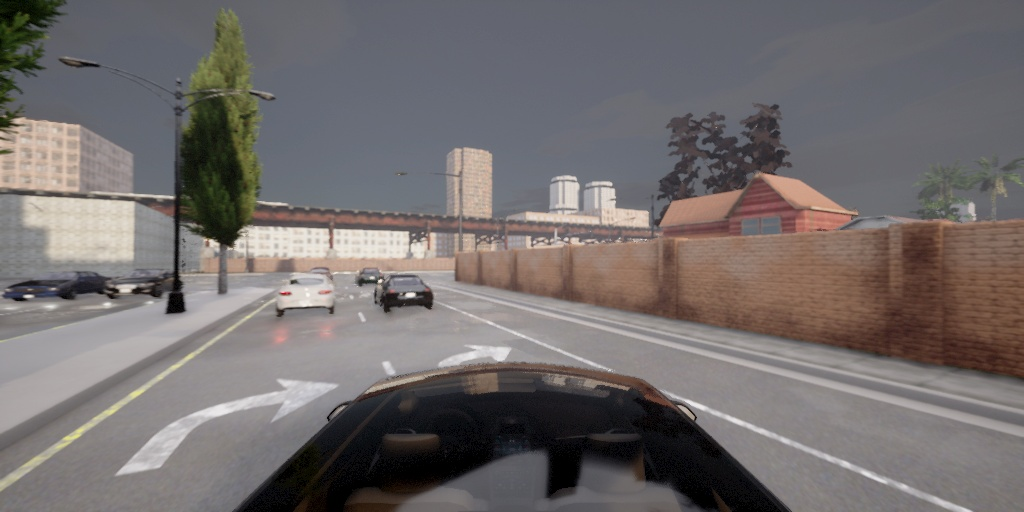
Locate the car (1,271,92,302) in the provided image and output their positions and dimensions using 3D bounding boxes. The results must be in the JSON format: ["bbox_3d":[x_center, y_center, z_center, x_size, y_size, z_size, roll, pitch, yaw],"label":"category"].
[{"bbox_3d":[-23.164,1.474,18.697,2.033,1.411,5.357,0,-1,-27],"label":"car"}]

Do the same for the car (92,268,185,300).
[{"bbox_3d":[-19.608,1.431,19.396,2.128,1.511,4.902,0,-1,-26],"label":"car"}]

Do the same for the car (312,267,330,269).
[{"bbox_3d":[-14.712,1.565,27.604,1.812,1.442,4.674,0,-1,-26],"label":"car"}]

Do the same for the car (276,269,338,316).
[{"bbox_3d":[-7.981,1.414,14.134,1.812,1.442,4.674,0,-1,-26],"label":"car"}]

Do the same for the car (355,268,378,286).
[{"bbox_3d":[-11.377,1.621,28.739,1.994,1.385,4.181,0,-1,-26],"label":"car"}]

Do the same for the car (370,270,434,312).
[{"bbox_3d":[-4.748,1.472,15.488,1.994,1.385,4.181,0,-1,-26],"label":"car"}]
